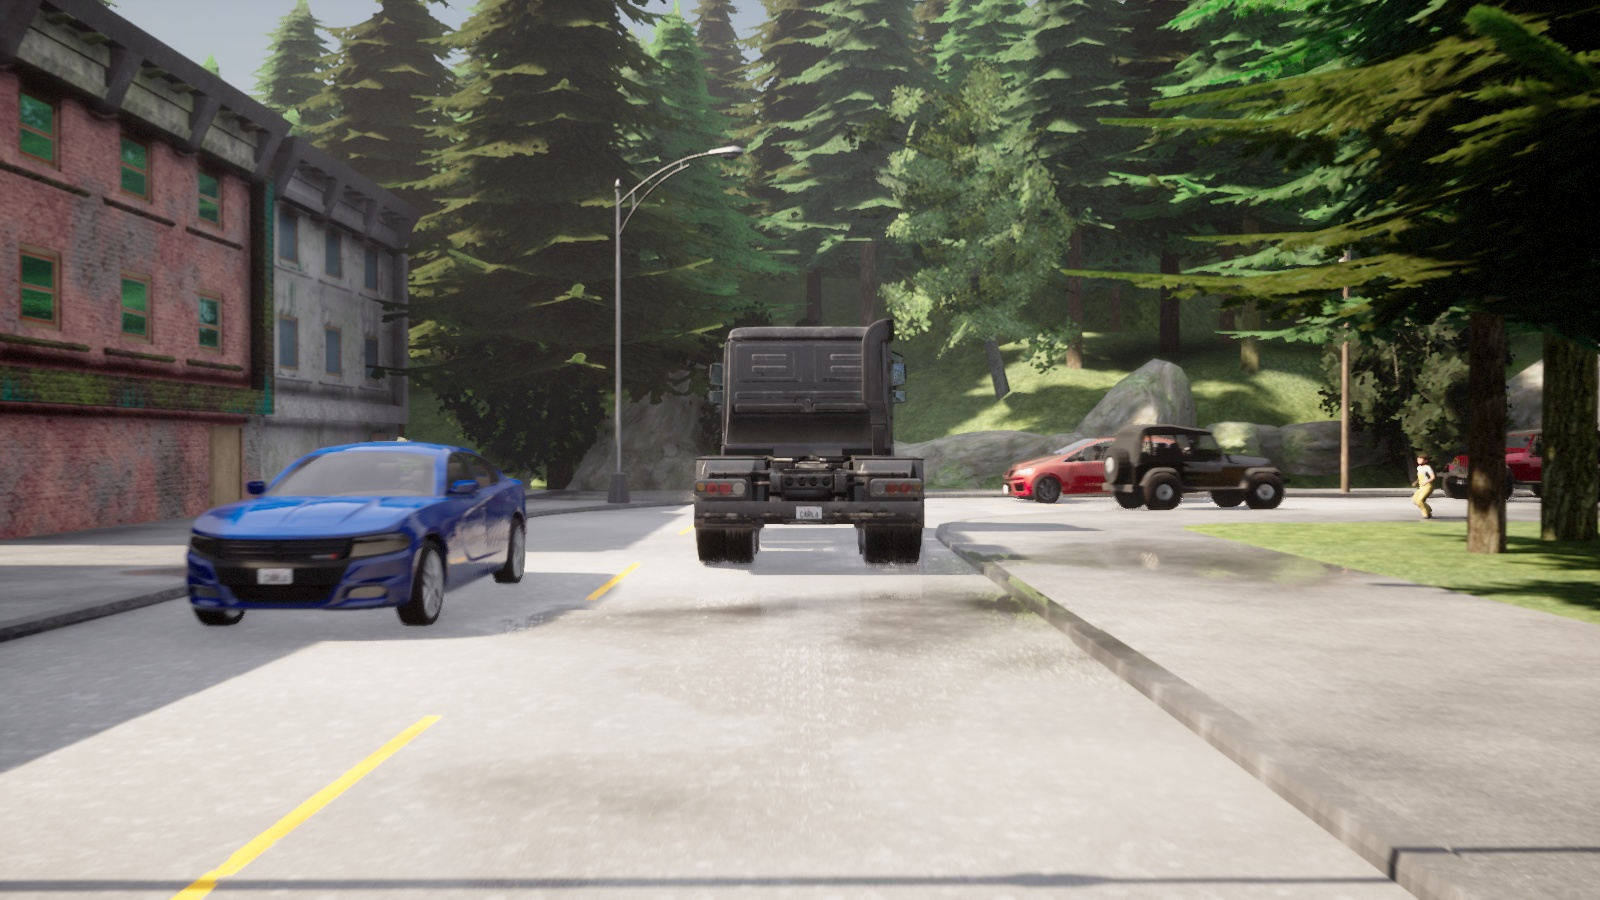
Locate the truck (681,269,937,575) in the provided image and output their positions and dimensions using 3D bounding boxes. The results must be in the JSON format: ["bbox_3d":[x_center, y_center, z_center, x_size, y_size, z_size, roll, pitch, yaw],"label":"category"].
[{"bbox_3d":[0.120,-0.337,18.194,2.891,3.462,7.936,0,0,0],"label":"truck"}]

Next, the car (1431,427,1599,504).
[{"bbox_3d":[18.378,0.378,31.758,3.866,1.878,1.905,0,0,0],"label":"car"}]

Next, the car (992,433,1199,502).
[{"bbox_3d":[7.360,0.419,31.598,4.611,1.667,2.242,0,0,-4],"label":"car"}]

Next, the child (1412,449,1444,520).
[{"bbox_3d":[11.336,0.617,22.682,0.437,1.263,0.270,0,0,-2],"label":"child"}]

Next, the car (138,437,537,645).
[{"bbox_3d":[-3.930,0.655,11.750,1.882,1.535,5.008,0,0,0],"label":"car"}]

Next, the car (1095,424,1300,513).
[{"bbox_3d":[8.695,0.394,27.649,3.866,1.878,1.905,0,0,-8],"label":"car"}]
